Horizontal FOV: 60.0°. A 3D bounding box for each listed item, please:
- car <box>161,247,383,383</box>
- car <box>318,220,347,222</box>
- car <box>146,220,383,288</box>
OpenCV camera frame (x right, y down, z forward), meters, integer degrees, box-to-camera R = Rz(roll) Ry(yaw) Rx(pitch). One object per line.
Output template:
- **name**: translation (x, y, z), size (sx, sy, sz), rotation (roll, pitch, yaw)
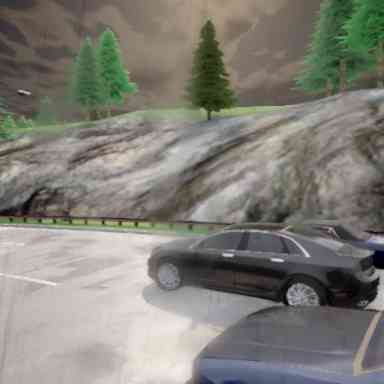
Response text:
- **car**: translation (2.518, 1.512, 2.160), size (5.357, 1.411, 2.033), rotation (0, 1, 36)
- **car**: translation (3.505, 1.488, 9.855), size (4.718, 1.301, 1.895), rotation (0, 1, 34)
- **car**: translation (1.205, 1.428, 7.146), size (4.892, 1.490, 1.837), rotation (0, 0, 33)
